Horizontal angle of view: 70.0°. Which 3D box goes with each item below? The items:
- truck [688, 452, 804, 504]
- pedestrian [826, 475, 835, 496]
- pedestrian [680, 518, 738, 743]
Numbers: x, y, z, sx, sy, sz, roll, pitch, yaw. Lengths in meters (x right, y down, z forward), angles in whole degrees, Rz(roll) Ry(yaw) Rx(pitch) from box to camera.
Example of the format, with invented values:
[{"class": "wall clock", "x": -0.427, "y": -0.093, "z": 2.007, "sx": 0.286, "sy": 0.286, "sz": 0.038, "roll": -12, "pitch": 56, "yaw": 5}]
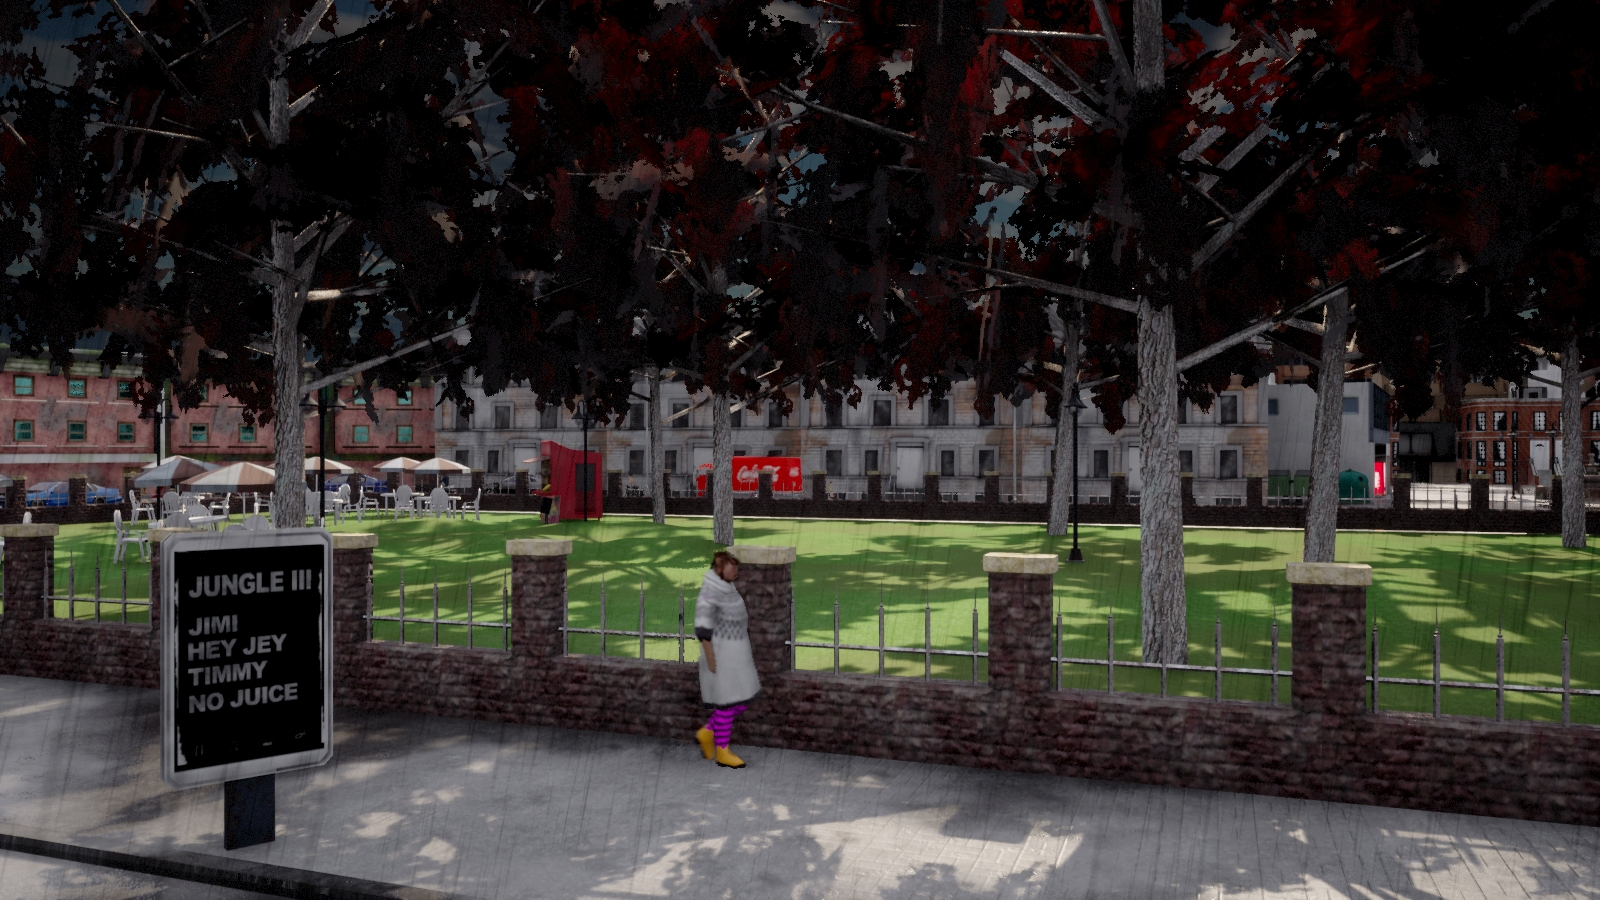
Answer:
[{"class": "truck", "x": -2.680, "y": 1.354, "z": 57.217, "sx": 5.204, "sy": 2.467, "sz": 2.627, "roll": 0, "pitch": 0, "yaw": 20}, {"class": "pedestrian", "x": 1.629, "y": 1.910, "z": 60.887, "sx": 0.500, "sy": 1.100, "sz": 0.500, "roll": 0, "pitch": 0, "yaw": 3}, {"class": "pedestrian", "x": -0.774, "y": 1.524, "z": 9.800, "sx": 0.375, "sy": 1.860, "sz": 0.375, "roll": 0, "pitch": 0, "yaw": 19}]
